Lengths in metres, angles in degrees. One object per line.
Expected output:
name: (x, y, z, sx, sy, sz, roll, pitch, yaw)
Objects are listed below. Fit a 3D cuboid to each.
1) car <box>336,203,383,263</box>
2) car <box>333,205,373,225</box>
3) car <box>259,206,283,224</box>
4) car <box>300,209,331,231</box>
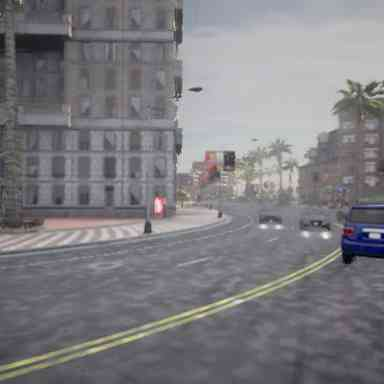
car: (6.983, 1.414, 12.064, 2.150, 2.045, 5.566, 0, 0, 35)
car: (14.228, 1.948, 29.755, 2.128, 1.511, 4.902, 0, -1, 12)
car: (6.948, 1.977, 29.209, 2.033, 1.411, 5.357, 0, -1, 13)
car: (8.800, 1.923, 23.802, 1.994, 1.385, 4.181, 0, -1, 19)
